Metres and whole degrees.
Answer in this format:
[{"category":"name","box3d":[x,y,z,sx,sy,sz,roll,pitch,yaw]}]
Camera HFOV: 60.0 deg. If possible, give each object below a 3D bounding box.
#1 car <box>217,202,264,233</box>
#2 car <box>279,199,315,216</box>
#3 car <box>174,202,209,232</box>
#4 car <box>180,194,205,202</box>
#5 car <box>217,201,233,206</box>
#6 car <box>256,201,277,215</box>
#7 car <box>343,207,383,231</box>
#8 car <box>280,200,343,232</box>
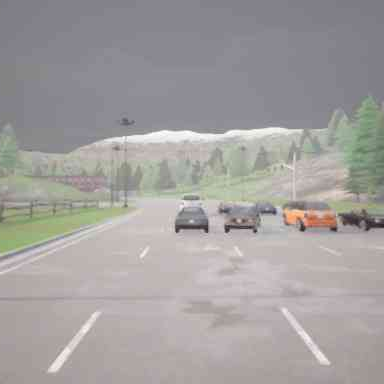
[{"category":"car","box3d":[2.999,1.527,19.620,2.033,1.411,5.357,0,0,13]},{"category":"car","box3d":[10.523,1.512,33.797,2.033,1.411,5.357,0,0,0]},{"category":"car","box3d":[0.006,1.544,19.882,1.994,1.385,4.181,0,0,0]},{"category":"car","box3d":[0.018,1.190,32.418,2.150,2.045,5.566,0,0,2]},{"category":"car","box3d":[3.533,1.567,33.433,1.895,1.301,4.718,0,0,0]},{"category":"car","box3d":[7.025,1.530,33.040,1.994,1.385,4.181,0,0,0]},{"category":"car","box3d":[10.518,1.579,20.035,1.895,1.301,4.718,0,0,0]},{"category":"car","box3d":[7.008,1.332,20.236,2.097,1.767,4.553,0,0,0]}]
